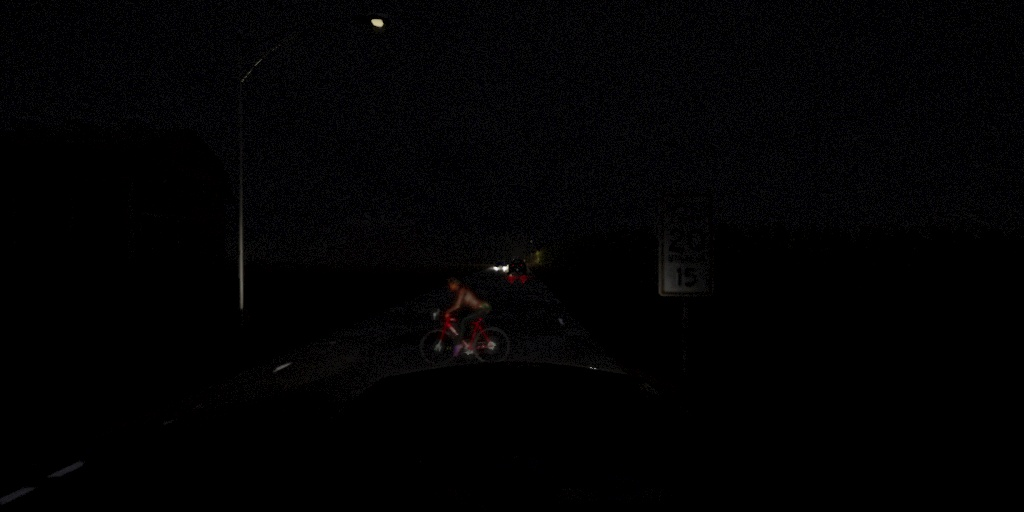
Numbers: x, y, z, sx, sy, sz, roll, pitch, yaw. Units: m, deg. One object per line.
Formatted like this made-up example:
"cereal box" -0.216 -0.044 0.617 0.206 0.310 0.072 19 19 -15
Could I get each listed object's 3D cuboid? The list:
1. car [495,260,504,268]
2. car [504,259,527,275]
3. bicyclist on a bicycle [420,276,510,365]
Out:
"car" -1.982 1.371 63.638 1.895 1.301 4.718 0 0 1
"car" 0.552 1.138 37.235 2.128 1.511 4.902 0 0 1
"bicyclist on a bicycle" -0.864 1.178 6.472 1.656 1.620 0.582 -2 0 1
